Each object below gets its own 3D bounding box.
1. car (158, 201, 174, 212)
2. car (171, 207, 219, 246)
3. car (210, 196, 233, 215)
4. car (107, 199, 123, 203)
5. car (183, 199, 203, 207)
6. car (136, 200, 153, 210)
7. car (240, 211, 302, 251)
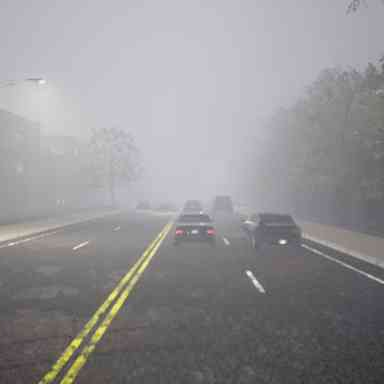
[{"bbox_3d":[-3.366,1.891,43.413,1.895,1.301,4.718,0,0,0],"label":"car"},{"bbox_3d":[0.102,1.653,15.781,2.033,1.411,5.357,0,0,0],"label":"car"},{"bbox_3d":[3.349,1.473,37.827,2.150,2.045,5.566,0,0,0],"label":"car"},{"bbox_3d":[-20.692,2.419,89.238,4.313,1.339,1.947,-1,1,-1],"label":"car"},{"bbox_3d":[0.100,1.598,36.834,2.097,1.767,4.553,0,0,0],"label":"car"},{"bbox_3d":[-6.642,1.881,47.268,1.994,1.385,4.181,0,0,0],"label":"car"},{"bbox_3d":[3.350,1.603,14.694,1.837,1.490,4.892,0,0,0],"label":"car"}]
